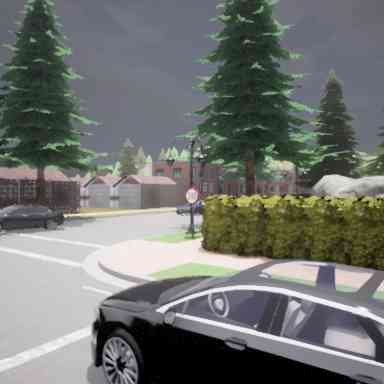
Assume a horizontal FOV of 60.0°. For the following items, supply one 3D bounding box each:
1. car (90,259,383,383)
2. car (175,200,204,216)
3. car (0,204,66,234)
[{"bbox_3d":[0.931,1.491,3.418,4.902,1.511,2.128,0,0,38],"label":"car"},{"bbox_3d":[0.364,1.480,32.019,1.812,1.442,4.674,0,0,36],"label":"car"},{"bbox_3d":[-9.528,1.461,18.382,1.837,1.490,4.892,1,1,42],"label":"car"}]
